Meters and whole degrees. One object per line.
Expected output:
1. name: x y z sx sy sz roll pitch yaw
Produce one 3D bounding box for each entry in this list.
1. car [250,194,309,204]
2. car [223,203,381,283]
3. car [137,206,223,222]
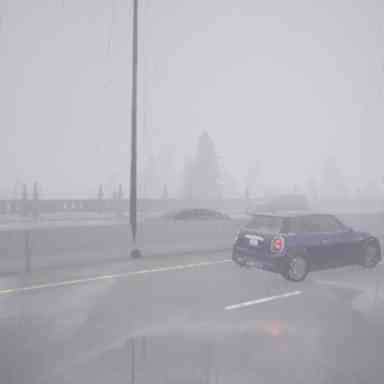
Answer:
1. car: 7.112 1.215 27.452 5.566 2.045 2.150 0 0 -23
2. car: 3.446 1.341 9.771 4.553 1.767 2.097 0 0 -30
3. car: -0.416 1.469 15.842 4.892 1.490 1.837 0 0 -30
